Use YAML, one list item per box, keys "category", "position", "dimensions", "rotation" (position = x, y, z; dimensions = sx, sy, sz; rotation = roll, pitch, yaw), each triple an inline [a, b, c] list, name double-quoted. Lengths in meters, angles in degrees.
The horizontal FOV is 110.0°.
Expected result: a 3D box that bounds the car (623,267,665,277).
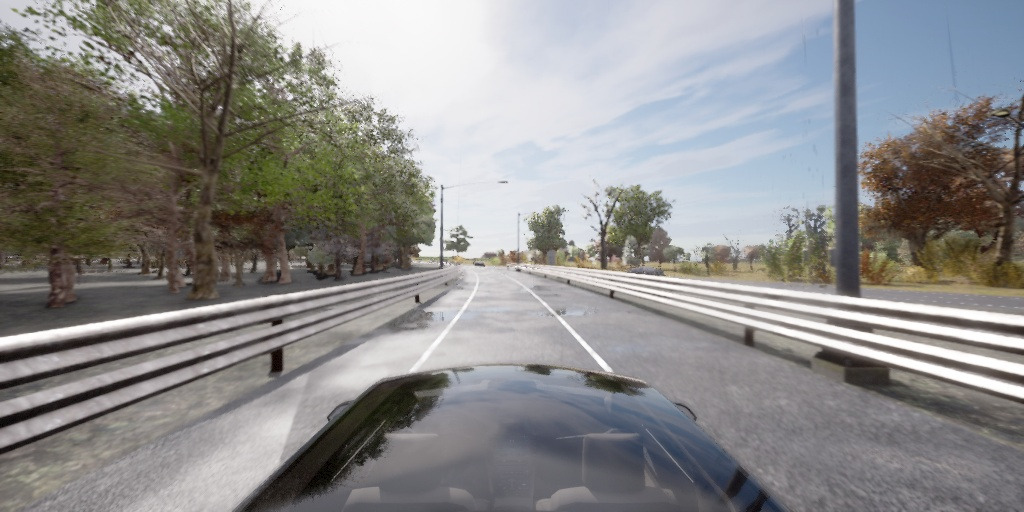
- category: "car"
  position: [15.599, 1.977, 42.838]
  dimensions: [2.033, 1.411, 5.357]
  rotation: [0, 0, -24]
